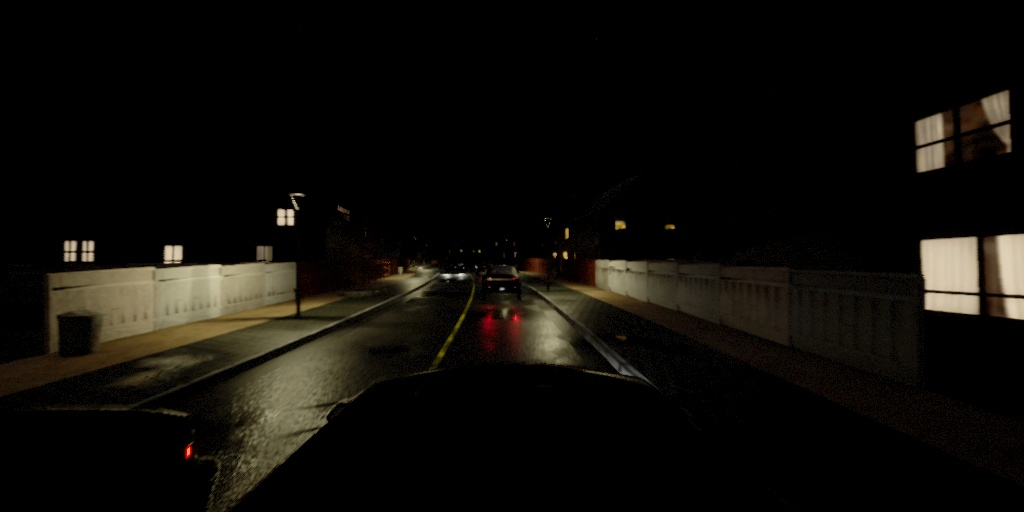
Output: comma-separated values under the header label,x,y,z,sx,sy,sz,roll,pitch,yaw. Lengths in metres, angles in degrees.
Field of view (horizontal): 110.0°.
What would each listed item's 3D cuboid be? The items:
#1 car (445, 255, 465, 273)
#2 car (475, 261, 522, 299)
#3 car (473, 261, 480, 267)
label,x,y,z,sx,sy,sz,roll,pitch,yaw
car,-6.861,0.945,43.038,2.150,2.045,5.566,0,0,-11
car,-0.589,1.205,17.906,2.128,1.511,4.902,0,0,-4
car,-2.863,1.215,37.081,1.837,1.490,4.892,0,0,-9
